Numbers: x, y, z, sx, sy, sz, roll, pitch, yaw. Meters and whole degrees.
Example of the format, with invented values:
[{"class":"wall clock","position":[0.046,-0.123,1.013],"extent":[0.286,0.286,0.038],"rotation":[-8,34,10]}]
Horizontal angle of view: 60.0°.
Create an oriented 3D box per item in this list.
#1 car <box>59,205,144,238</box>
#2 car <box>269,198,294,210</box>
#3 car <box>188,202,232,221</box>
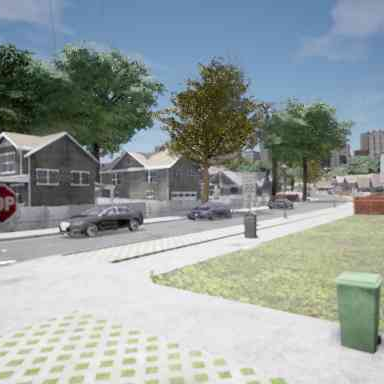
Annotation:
[{"class":"car","position":[-4.730,1.498,17.973],"extent":[2.128,1.511,4.902],"rotation":[-2,-1,36]},{"class":"car","position":[10.700,1.455,39.658],"extent":[1.994,1.385,4.181],"rotation":[-2,-1,34]},{"class":"car","position":[1.458,1.533,26.554],"extent":[1.994,1.385,4.181],"rotation":[-2,-1,36]}]
